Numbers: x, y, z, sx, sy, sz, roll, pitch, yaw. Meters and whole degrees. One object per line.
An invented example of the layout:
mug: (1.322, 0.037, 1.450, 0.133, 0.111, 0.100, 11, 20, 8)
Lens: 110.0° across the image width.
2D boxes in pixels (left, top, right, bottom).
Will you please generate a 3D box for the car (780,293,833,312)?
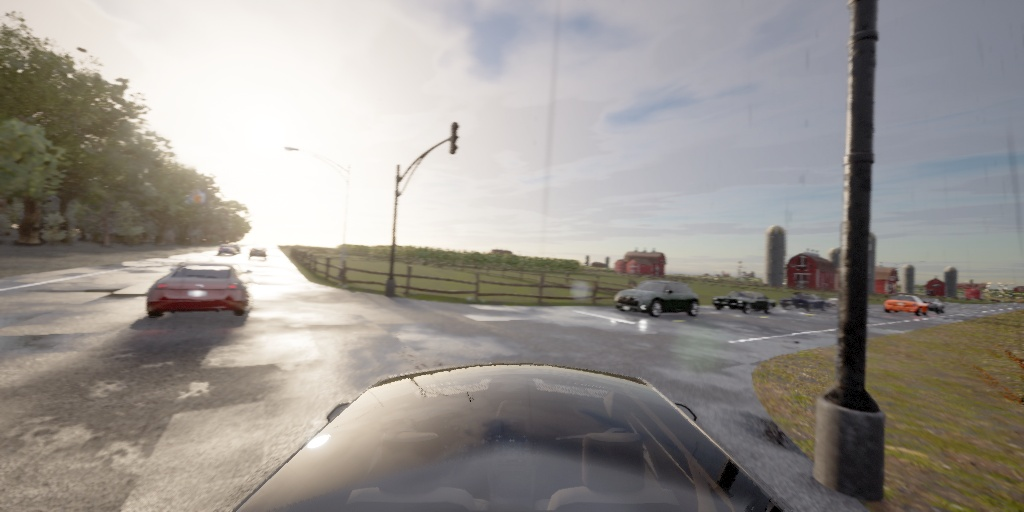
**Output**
car: (23.101, 3.635, 28.310, 4.718, 1.301, 1.895, 5, -2, -33)

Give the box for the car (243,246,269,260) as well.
car: (-30.051, -0.390, 42.473, 2.128, 1.511, 4.902, 4, -1, -34)

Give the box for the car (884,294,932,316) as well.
car: (35.322, 4.326, 32.079, 4.553, 1.767, 2.097, 5, -2, -33)

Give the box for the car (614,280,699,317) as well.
car: (7.230, 1.997, 17.863, 4.553, 1.767, 2.097, 5, -2, -32)

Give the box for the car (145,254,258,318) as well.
car: (-8.682, 0.812, 10.318, 1.994, 1.385, 4.181, 4, -1, -34)

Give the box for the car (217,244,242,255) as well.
car: (-37.842, -0.809, 47.700, 2.033, 1.411, 5.357, 4, -1, -34)

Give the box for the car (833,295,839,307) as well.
car: (31.559, 4.375, 33.861, 4.718, 1.301, 1.895, 5, -2, -33)

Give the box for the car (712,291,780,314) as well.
car: (14.764, 2.905, 22.802, 4.718, 1.301, 1.895, 5, -2, -33)

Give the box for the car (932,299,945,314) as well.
car: (43.677, 5.199, 37.605, 4.902, 1.511, 2.128, 5, -2, -33)
